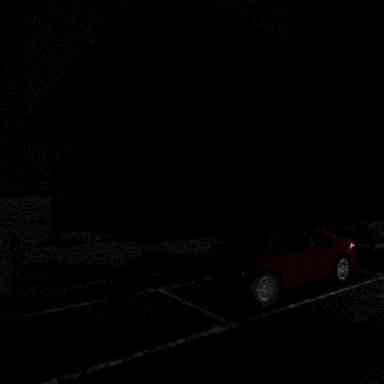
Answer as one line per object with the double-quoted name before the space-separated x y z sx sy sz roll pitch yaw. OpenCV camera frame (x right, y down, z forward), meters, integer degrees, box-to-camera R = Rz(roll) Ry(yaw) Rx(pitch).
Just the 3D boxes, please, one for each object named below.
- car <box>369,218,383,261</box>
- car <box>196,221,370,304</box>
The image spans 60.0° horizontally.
"car" 6.666 1.541 11.288 4.206 1.307 1.802 0 0 -36
"car" 2.168 1.523 8.079 4.507 1.381 1.887 0 0 -36
